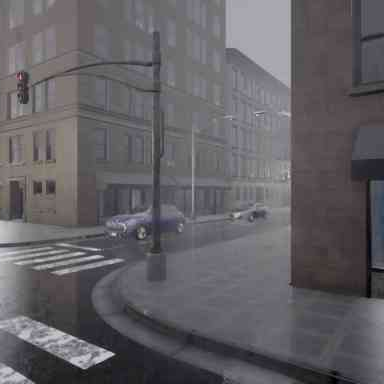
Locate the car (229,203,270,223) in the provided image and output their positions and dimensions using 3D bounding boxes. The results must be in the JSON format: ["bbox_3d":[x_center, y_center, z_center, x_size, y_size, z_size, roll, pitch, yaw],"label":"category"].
[{"bbox_3d":[4.826,1.640,27.626,2.128,1.511,4.902,0,0,35],"label":"car"}]

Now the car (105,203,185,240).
[{"bbox_3d":[-2.365,1.432,17.561,2.097,1.767,4.553,0,0,36],"label":"car"}]
